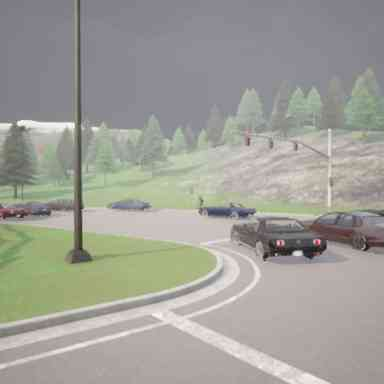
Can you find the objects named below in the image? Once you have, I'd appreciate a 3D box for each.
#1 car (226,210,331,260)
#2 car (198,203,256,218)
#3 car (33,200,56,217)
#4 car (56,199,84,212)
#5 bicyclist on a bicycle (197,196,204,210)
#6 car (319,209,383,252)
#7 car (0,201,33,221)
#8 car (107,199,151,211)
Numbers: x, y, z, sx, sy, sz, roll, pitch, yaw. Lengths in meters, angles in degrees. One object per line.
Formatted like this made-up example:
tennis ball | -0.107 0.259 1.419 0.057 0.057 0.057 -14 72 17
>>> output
car | 2.883 1.571 12.335 1.895 1.301 4.718 0 0 -9
car | 2.856 1.542 27.868 4.718 1.301 1.895 0 0 37
car | -15.087 1.546 30.745 4.181 1.385 1.994 0 0 25
car | -15.173 1.515 38.677 5.357 1.411 2.033 0 0 20
bicyclist on a bicycle | 0.995 1.228 38.493 0.582 1.620 1.656 0 0 34
car | 6.487 1.505 13.861 2.033 1.411 5.357 0 0 -22
car | -15.717 1.590 27.325 4.718 1.301 1.895 0 0 27
car | -7.441 1.494 38.988 5.357 1.411 2.033 0 0 30
